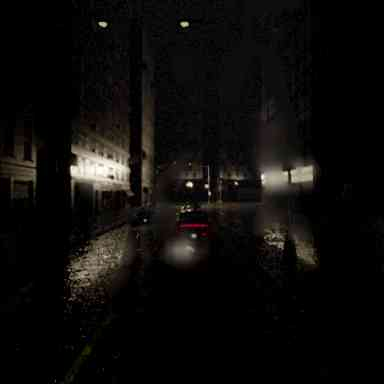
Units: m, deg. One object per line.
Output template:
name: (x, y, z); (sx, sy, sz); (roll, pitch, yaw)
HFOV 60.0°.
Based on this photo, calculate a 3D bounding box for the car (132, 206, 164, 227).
car: (-3.144, 1.736, 24.397); (1.994, 1.385, 4.181); (0, 0, 0)

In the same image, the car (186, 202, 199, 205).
car: (0.035, 1.800, 35.729); (2.033, 1.411, 5.357); (0, 0, 0)

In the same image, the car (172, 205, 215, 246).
car: (0.066, 1.605, 15.968); (2.128, 1.511, 4.902); (0, 0, 0)
